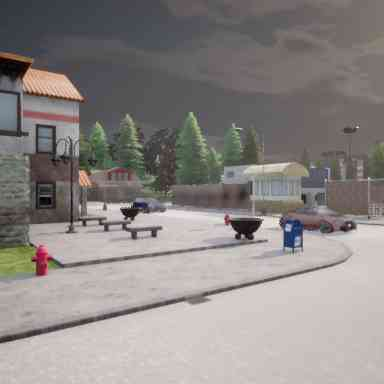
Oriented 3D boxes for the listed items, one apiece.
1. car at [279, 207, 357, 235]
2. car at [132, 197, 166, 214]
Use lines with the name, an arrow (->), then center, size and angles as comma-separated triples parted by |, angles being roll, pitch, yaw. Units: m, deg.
car -> 7.065, 1.564, 18.998 | 1.994, 1.385, 4.181 | 0, 0, -36
car -> -4.603, 1.352, 35.394 | 2.097, 1.767, 4.553 | 0, 0, -35
